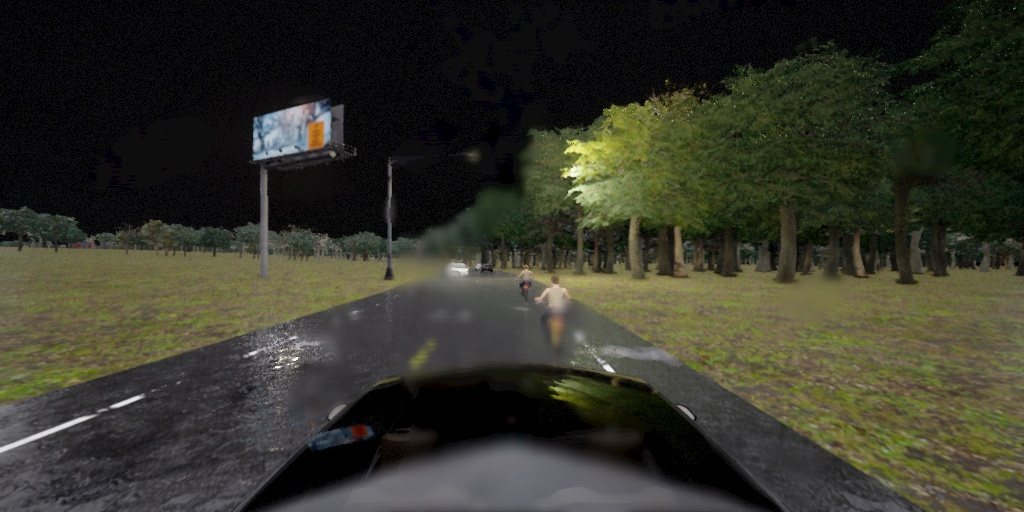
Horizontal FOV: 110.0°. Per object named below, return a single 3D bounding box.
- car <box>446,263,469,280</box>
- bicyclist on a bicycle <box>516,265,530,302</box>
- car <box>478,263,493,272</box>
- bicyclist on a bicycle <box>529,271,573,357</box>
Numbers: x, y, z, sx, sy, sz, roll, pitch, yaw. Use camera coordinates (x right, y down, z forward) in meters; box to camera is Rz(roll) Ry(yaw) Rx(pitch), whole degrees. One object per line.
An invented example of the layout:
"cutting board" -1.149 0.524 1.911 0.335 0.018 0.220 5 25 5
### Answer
"car" -4.965 1.411 33.413 1.812 1.442 4.674 0 -1 -5
"bicyclist on a bicycle" 0.630 1.194 16.013 0.866 1.612 1.509 0 0 -2
"car" -4.299 1.943 60.041 1.837 1.490 4.892 0 -2 -8
"bicyclist on a bicycle" 0.908 1.189 7.557 0.866 1.612 1.509 0 0 -1
